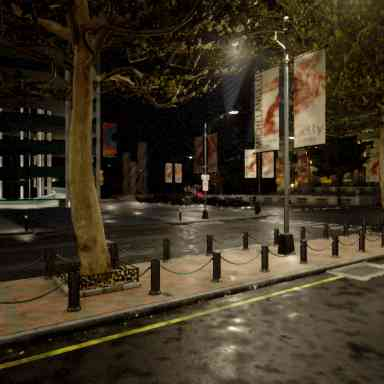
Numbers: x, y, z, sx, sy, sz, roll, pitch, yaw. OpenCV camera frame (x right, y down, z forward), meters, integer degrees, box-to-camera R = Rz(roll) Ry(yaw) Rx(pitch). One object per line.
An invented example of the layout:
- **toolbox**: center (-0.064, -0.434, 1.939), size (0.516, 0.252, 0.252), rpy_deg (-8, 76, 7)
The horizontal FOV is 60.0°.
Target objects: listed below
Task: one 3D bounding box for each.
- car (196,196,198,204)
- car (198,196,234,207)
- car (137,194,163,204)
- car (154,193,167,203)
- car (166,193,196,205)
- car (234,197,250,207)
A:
- **car**: center (1.006, 1.526, 59.710), size (1.812, 1.442, 4.674), rpy_deg (0, 0, -36)
- **car**: center (3.522, 1.478, 50.230), size (1.882, 1.535, 5.008), rpy_deg (0, 0, -35)
- **car**: center (-8.718, 1.547, 65.853), size (5.357, 1.411, 2.033), rpy_deg (0, 0, 43)
- **car**: center (-5.700, 1.221, 68.009), size (5.566, 2.045, 2.150), rpy_deg (0, 0, 45)
- **car**: center (-1.913, 1.352, 57.747), size (2.097, 1.767, 4.553), rpy_deg (0, 0, -37)
- **car**: center (6.582, 1.547, 51.978), size (2.033, 1.411, 5.357), rpy_deg (0, 0, -35)
